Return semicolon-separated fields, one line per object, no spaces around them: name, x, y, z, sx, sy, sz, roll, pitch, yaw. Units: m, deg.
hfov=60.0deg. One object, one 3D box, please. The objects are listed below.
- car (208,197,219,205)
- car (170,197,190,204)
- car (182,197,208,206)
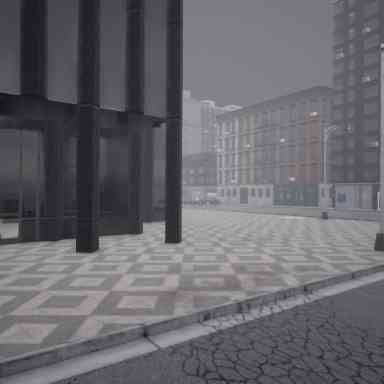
car;2.816;1.639;60.464;1.837;1.490;4.892;1;0;-35
car;-2.491;1.712;67.928;1.994;1.385;4.181;1;0;-35
car;0.257;1.633;58.506;1.812;1.442;4.674;1;0;-35
